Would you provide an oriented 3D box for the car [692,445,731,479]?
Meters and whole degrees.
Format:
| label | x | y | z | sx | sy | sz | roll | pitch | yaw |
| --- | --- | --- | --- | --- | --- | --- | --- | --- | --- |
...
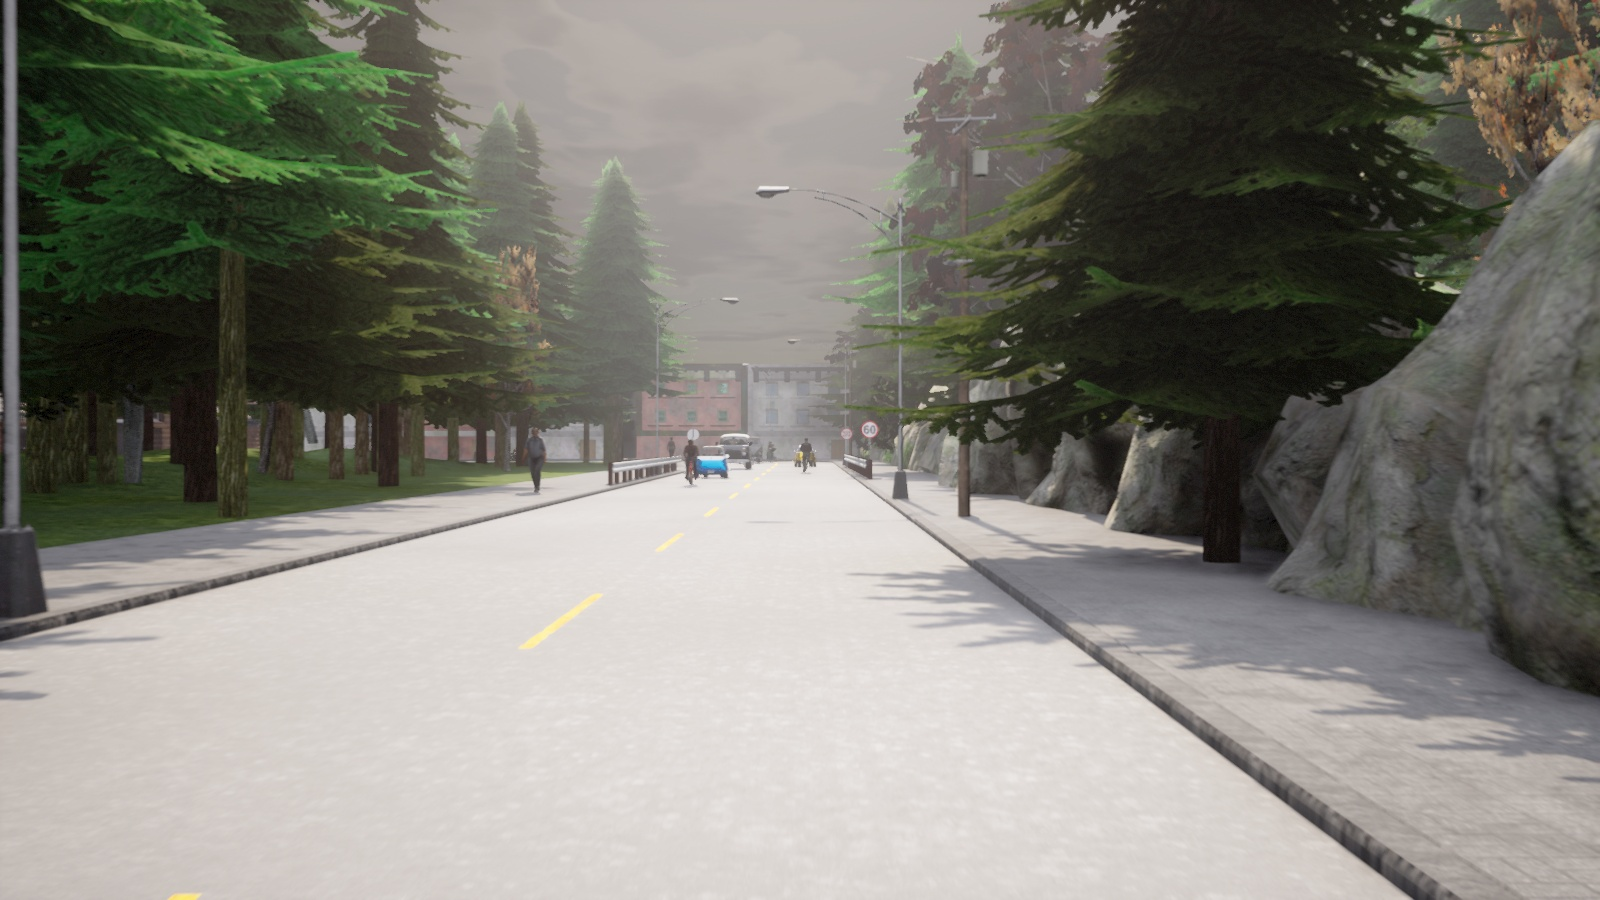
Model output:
| label | x | y | z | sx | sy | sz | roll | pitch | yaw |
| --- | --- | --- | --- | --- | --- | --- | --- | --- | --- |
| car | -3.708 | 0.500 | 53.025 | 1.481 | 1.376 | 2.207 | 0 | 0 | 0 |

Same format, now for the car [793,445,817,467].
| label | x | y | z | sx | sy | sz | roll | pitch | yaw |
| --- | --- | --- | --- | --- | --- | --- | --- | --- | --- |
| car | 0.330 | 0.356 | 79.007 | 1.481 | 1.376 | 2.207 | 0 | 1 | 0 |

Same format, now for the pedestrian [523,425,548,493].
| label | x | y | z | sx | sy | sz | roll | pitch | yaw |
| --- | --- | --- | --- | --- | --- | --- | --- | --- | --- |
| pedestrian | -7.266 | 0.255 | 34.520 | 0.540 | 1.848 | 0.694 | 0 | 0 | 2 |

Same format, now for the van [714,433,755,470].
| label | x | y | z | sx | sy | sz | roll | pitch | yaw |
| --- | --- | --- | --- | --- | --- | --- | --- | --- | --- |
| van | -3.681 | 0.068 | 71.129 | 2.069 | 2.038 | 4.480 | 0 | 0 | 0 |

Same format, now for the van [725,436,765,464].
| label | x | y | z | sx | sy | sz | roll | pitch | yaw |
| --- | --- | --- | --- | --- | --- | --- | --- | --- | --- |
| van | -4.056 | -0.024 | 92.341 | 1.775 | 1.987 | 4.442 | 0 | 0 | -18 |
